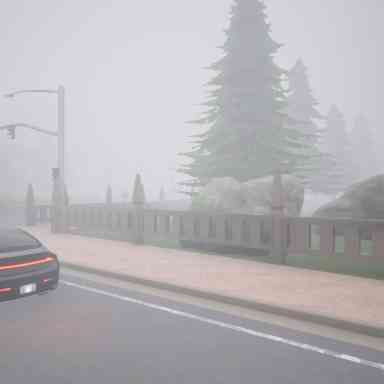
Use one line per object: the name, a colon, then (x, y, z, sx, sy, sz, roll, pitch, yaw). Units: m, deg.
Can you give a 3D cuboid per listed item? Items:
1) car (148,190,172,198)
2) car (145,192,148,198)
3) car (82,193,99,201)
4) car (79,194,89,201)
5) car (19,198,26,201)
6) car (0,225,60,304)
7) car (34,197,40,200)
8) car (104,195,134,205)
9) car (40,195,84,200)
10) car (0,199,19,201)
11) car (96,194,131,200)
car: (-5.072, 0.756, 62.266, 2.150, 2.045, 5.566, 0, 4, 36)
car: (-9.536, 0.908, 68.016, 1.837, 1.490, 4.892, 0, 4, 36)
car: (-17.997, 1.197, 56.243, 2.150, 2.045, 5.566, 0, 1, 36)
car: (-18.505, 1.491, 49.524, 2.128, 1.511, 4.902, 0, 0, 36)
car: (-23.999, 1.547, 41.863, 2.033, 1.411, 5.357, 0, 0, 36)
car: (-4.937, 1.505, 7.460, 4.892, 1.490, 1.837, 0, 0, 36)
car: (-23.699, 1.505, 48.285, 1.837, 1.490, 4.892, 0, 0, 36)
car: (-12.647, 1.384, 57.722, 2.128, 1.511, 4.902, 0, 2, 36)
car: (-17.514, 1.526, 44.898, 1.812, 1.442, 4.674, 0, 0, 36)
car: (-22.619, 1.564, 37.788, 1.994, 1.385, 4.181, 0, 0, 36)
car: (-12.151, 1.479, 52.399, 1.837, 1.490, 4.892, 0, 1, 36)
